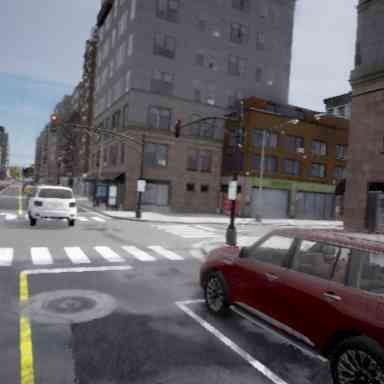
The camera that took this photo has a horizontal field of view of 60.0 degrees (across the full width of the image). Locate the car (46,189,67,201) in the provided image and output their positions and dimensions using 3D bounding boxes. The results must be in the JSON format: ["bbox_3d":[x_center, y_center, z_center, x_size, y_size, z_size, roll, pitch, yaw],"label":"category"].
[{"bbox_3d":[-17.597,0.356,43.118,2.008,1.369,4.403,4,0,-27],"label":"car"}]

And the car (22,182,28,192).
[{"bbox_3d":[-26.404,-0.326,54.282,1.882,1.535,5.008,4,0,-27],"label":"car"}]

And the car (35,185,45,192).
[{"bbox_3d":[-35.090,-0.869,76.845,1.752,1.417,4.829,4,0,-27],"label":"car"}]

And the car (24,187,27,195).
[{"bbox_3d":[-15.089,0.519,32.540,2.033,1.411,5.357,4,0,-27],"label":"car"}]

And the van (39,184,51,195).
[{"bbox_3d":[-27.535,-0.535,62.305,1.690,1.788,3.998,4,0,-27],"label":"van"}]

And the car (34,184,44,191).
[{"bbox_3d":[-37.494,-1.119,81.490,1.967,1.590,4.097,4,0,-27],"label":"car"}]

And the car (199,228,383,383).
[{"bbox_3d":[2.017,1.459,5.117,2.192,1.841,5.009,4,0,-27],"label":"car"}]

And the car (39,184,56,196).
[{"bbox_3d":[-25.045,-0.391,57.508,2.192,1.841,5.009,4,0,-27],"label":"car"}]

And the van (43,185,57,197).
[{"bbox_3d":[-22.559,-0.194,52.711,1.690,1.788,3.998,4,0,-27],"label":"van"}]

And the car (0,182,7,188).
[{"bbox_3d":[-47.117,-1.650,82.581,1.802,1.307,4.206,4,0,-27],"label":"car"}]

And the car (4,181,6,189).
[{"bbox_3d":[-37.185,-1.001,63.382,2.008,1.369,4.403,4,0,-27],"label":"car"}]

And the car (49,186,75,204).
[{"bbox_3d":[-15.092,0.291,38.321,2.192,1.841,5.009,4,0,-27],"label":"car"}]

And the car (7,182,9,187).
[{"bbox_3d":[-42.133,-1.576,72.982,2.192,1.841,5.009,4,0,-27],"label":"car"}]

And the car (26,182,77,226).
[{"bbox_3d":[-7.857,0.680,18.577,2.150,2.045,5.566,4,0,-27],"label":"car"}]

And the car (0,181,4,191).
[{"bbox_3d":[-34.623,-0.851,58.433,1.752,1.417,4.829,4,0,-27],"label":"car"}]
